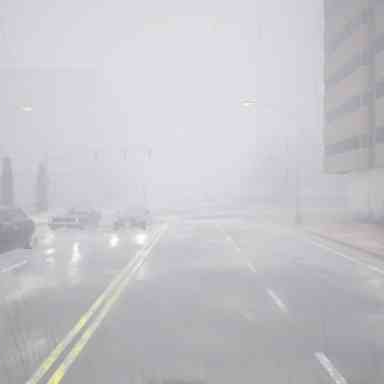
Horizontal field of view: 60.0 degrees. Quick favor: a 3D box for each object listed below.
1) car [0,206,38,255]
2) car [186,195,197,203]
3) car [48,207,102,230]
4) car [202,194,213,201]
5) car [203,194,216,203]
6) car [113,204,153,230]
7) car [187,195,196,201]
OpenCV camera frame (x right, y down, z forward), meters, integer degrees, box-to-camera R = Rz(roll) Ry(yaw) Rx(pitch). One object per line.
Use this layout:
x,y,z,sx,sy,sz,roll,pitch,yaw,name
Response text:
-7.077,1.309,10.996,2.097,1.767,4.553,0,0,1,car
-0.050,1.299,62.690,2.033,1.411,5.357,0,0,0,car
-7.015,1.588,20.383,1.895,1.301,4.718,0,0,0,car
3.442,1.157,73.137,2.128,1.511,4.902,0,0,0,car
3.449,1.255,62.700,1.837,1.490,4.892,0,0,0,car
-3.515,1.491,20.416,1.812,1.442,4.674,0,0,0,car
-0.058,1.228,73.164,1.895,1.301,4.718,0,0,0,car
